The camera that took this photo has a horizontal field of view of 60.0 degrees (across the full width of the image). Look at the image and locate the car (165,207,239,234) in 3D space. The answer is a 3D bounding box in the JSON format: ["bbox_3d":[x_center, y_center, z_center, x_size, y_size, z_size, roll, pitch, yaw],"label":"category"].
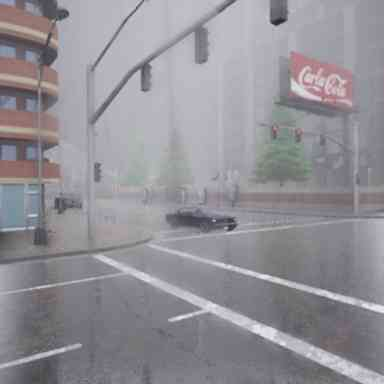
[{"bbox_3d":[0.443,1.520,18.787,1.895,1.301,4.718,-1,0,-36],"label":"car"}]

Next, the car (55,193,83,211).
[{"bbox_3d":[-14.837,1.127,39.877,2.150,2.045,5.566,-1,0,-36],"label":"car"}]
